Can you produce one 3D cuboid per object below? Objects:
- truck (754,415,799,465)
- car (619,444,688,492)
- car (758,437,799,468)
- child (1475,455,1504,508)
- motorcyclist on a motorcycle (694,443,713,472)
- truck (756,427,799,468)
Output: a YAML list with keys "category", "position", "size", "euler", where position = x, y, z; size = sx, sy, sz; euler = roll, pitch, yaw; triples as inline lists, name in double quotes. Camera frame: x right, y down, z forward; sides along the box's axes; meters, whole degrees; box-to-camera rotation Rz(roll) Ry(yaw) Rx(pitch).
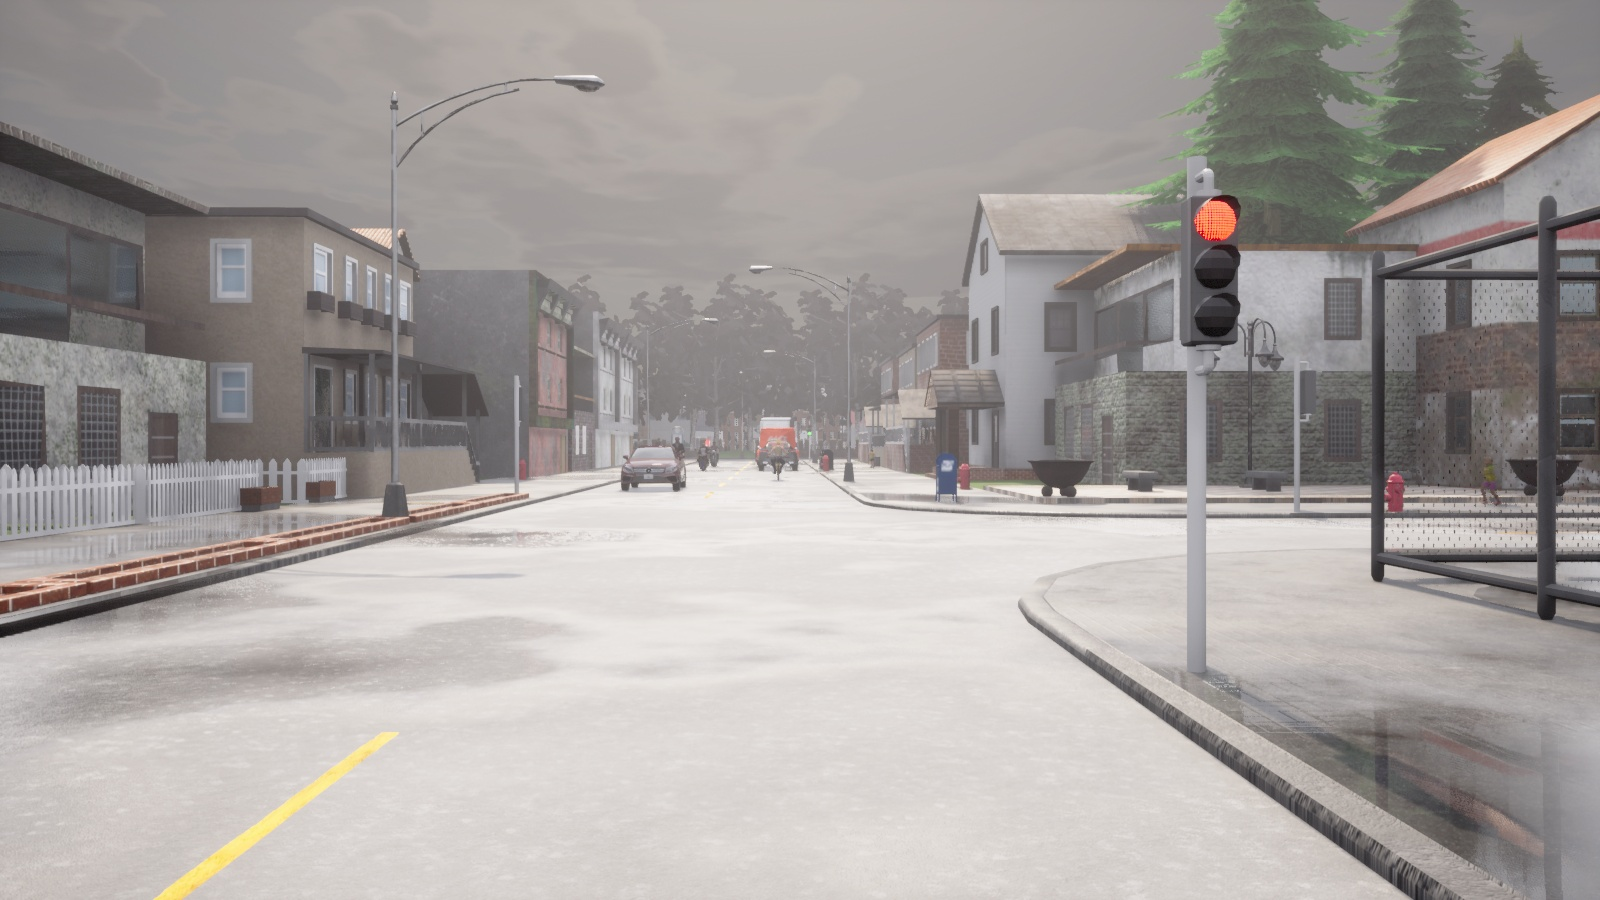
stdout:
- category: "truck"
  position: [-1.643, -0.749, 91.128]
  size: [2.891, 3.462, 7.936]
  euler: [0, 1, 1]
- category: "car"
  position: [-4.706, 0.538, 40.827]
  size: [1.812, 1.442, 4.674]
  euler: [0, 0, -2]
- category: "car"
  position: [-1.200, 0.135, 68.904]
  size: [2.152, 1.651, 5.027]
  euler: [0, 0, -1]
- category: "child"
  position: [15.177, 0.690, 27.650]
  size: [0.473, 1.160, 0.299]
  euler: [0, 0, -8]
- category: "motorcyclist on a motorcycle"
  position: [-5.170, 0.398, 67.164]
  size: [0.866, 1.530, 2.191]
  euler: [0, 0, -1]
- category: "truck"
  position: [-1.381, -0.180, 78.659]
  size: [2.627, 2.467, 5.204]
  euler: [0, 1, -1]
